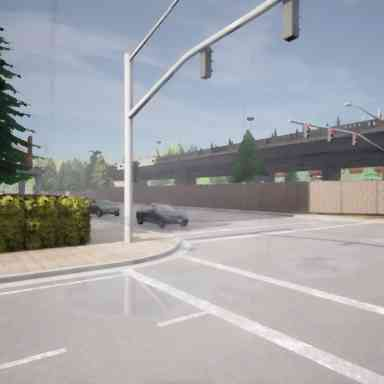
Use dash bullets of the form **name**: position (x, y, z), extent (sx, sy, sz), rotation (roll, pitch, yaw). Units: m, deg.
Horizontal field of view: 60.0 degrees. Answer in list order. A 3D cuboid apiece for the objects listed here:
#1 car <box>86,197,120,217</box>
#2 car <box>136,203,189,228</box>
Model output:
- **car**: position (-8.166, 1.452, 30.330), extent (1.837, 1.490, 4.892), rotation (0, 0, -35)
- **car**: position (-2.086, 1.473, 21.799), extent (1.812, 1.442, 4.674), rotation (0, 0, -35)
